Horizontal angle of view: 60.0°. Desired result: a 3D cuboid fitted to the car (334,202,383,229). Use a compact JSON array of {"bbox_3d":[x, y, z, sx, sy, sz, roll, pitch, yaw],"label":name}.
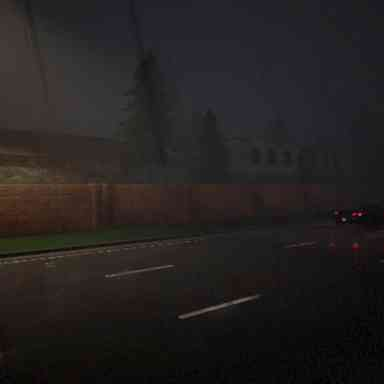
[{"bbox_3d":[10.248,1.322,19.659,4.674,1.442,1.812,-1,0,-36],"label":"car"}]
